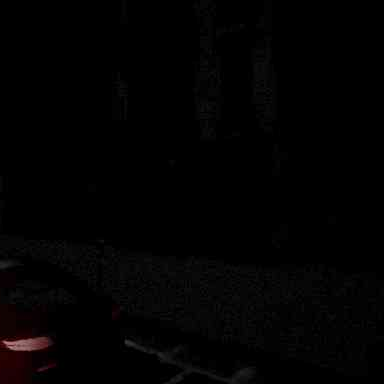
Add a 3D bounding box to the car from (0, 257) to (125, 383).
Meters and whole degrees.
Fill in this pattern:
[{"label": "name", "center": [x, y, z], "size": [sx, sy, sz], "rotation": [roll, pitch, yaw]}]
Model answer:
[{"label": "car", "center": [-2.778, 1.631, 4.789], "size": [4.206, 1.307, 1.802], "rotation": [-1, 0, 35]}]
